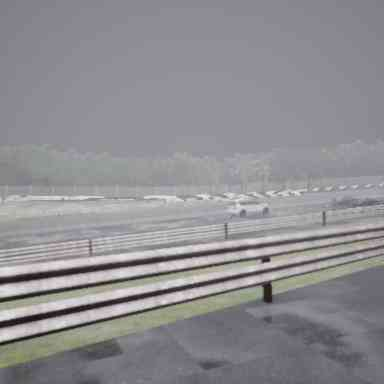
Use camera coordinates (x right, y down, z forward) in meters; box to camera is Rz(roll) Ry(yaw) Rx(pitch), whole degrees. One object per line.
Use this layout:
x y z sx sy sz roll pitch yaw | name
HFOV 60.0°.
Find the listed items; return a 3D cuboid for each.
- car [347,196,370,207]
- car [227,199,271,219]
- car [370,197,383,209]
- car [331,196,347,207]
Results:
23.450 1.335 44.322 4.718 1.301 1.895 -4 2 -24 | car
6.977 1.875 40.784 5.566 2.045 2.150 -4 2 -24 | car
24.849 1.250 41.113 4.892 1.490 1.837 -4 2 -24 | car
21.991 1.237 47.503 4.674 1.442 1.812 -4 2 -24 | car
